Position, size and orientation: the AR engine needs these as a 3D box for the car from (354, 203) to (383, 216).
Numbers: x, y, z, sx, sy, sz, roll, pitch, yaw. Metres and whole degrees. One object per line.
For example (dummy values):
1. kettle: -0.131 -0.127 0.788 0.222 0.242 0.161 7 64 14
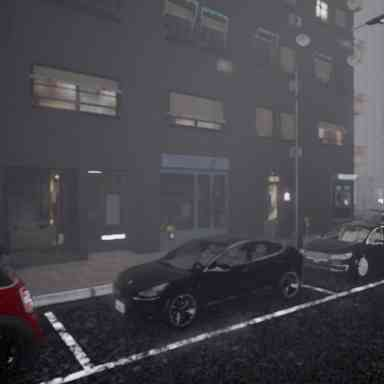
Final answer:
1. car: 14.773 1.728 29.941 2.033 1.411 5.357 0 1 -35

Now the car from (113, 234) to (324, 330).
1. car: 0.548 1.600 6.950 4.313 1.339 1.947 1 -1 -35

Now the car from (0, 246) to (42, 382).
1. car: -4.021 1.430 3.713 4.097 1.590 1.967 1 -1 -35

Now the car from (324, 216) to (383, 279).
1. car: 5.119 1.629 10.190 4.403 1.369 2.008 1 -1 -35
